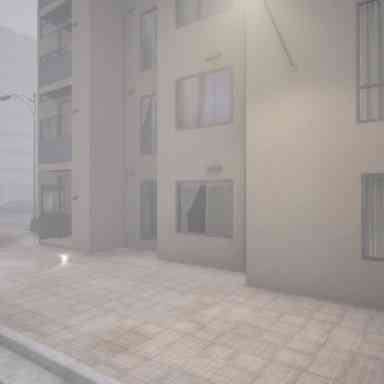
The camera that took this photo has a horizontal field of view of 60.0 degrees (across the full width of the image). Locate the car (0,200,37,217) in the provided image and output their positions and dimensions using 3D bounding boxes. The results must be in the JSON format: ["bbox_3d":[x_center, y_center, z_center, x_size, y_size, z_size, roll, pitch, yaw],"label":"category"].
[{"bbox_3d":[-17.161,1.504,31.537,1.837,1.490,4.892,0,0,35],"label":"car"}]
